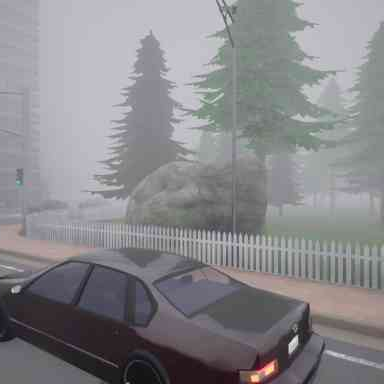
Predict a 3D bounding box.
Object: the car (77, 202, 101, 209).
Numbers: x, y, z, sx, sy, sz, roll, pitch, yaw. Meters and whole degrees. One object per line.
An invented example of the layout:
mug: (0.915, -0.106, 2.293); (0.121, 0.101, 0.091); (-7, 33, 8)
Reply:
car: (-13.586, 1.545, 44.429); (1.895, 1.301, 4.718); (0, 0, 3)

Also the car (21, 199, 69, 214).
car: (-15.252, 1.492, 34.937); (2.033, 1.411, 5.357); (0, 0, 17)

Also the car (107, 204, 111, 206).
car: (-14.333, 1.296, 54.215); (2.097, 1.767, 4.553); (0, 0, -12)

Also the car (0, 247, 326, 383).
car: (-1.046, 1.547, 4.736); (5.357, 1.411, 2.033); (0, 0, 35)
